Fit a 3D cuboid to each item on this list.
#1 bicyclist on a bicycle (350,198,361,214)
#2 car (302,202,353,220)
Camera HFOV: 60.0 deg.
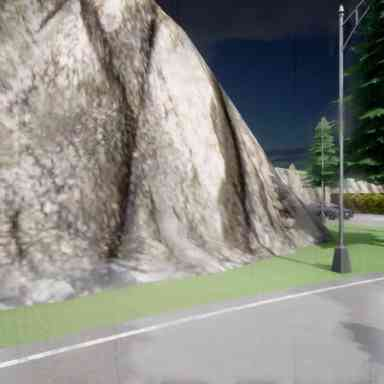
[{"bbox_3d":[16.381,1.453,33.343,1.656,1.620,0.582,0,0,-28],"label":"bicyclist on a bicycle"},{"bbox_3d":[11.298,1.564,27.960,1.994,1.385,4.181,0,0,-27],"label":"car"}]
